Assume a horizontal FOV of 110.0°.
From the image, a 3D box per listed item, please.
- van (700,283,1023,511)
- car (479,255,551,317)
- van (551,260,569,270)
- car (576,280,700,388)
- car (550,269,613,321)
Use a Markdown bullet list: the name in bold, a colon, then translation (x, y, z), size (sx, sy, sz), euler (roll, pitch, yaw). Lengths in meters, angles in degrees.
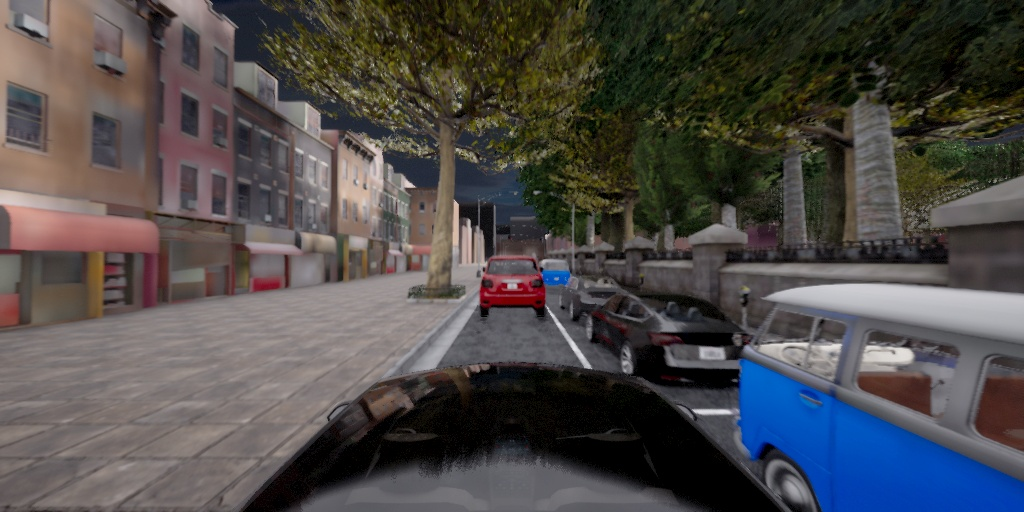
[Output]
- **van**: translation (2.639, 1.090, 1.372), size (1.690, 1.789, 3.998), euler (0, 0, 0)
- **car**: translation (0.031, 0.996, 13.468), size (2.150, 2.045, 5.566), euler (0, 0, 0)
- **van**: translation (2.635, 1.138, 23.169), size (1.690, 1.789, 3.998), euler (0, 0, 0)
- **car**: translation (2.638, 1.325, 6.821), size (1.948, 1.339, 4.313), euler (0, 0, 0)
- **car**: translation (2.637, 1.321, 12.270), size (2.007, 1.370, 4.403), euler (0, 0, 0)
